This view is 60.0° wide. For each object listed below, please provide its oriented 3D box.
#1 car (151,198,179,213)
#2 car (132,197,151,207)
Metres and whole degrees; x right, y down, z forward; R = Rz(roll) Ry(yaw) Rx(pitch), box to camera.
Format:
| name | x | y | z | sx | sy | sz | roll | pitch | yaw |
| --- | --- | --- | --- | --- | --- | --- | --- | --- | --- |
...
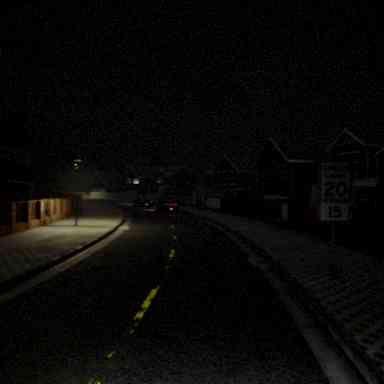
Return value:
| name | x | y | z | sx | sy | sz | roll | pitch | yaw |
| --- | --- | --- | --- | --- | --- | --- | --- | --- | --- |
| car | -2.680 | 1.381 | 34.903 | 1.837 | 1.490 | 4.892 | 1 | 0 | -16 |
| car | -7.003 | 1.346 | 46.547 | 1.895 | 1.301 | 4.718 | 1 | 0 | -25 |
